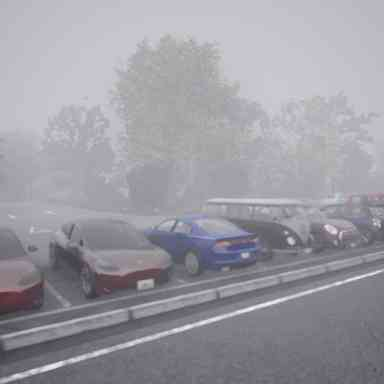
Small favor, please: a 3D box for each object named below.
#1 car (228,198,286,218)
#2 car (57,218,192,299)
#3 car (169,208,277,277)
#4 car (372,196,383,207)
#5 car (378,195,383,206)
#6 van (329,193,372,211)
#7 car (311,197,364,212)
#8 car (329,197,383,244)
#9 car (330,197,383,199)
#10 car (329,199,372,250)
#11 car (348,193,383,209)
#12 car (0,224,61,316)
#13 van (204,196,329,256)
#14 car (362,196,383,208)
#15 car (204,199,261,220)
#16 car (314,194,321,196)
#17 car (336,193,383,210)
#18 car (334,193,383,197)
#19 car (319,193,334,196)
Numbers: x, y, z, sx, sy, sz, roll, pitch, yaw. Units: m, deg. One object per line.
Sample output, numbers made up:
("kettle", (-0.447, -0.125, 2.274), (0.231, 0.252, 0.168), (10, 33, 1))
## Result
("car", (5.787, 1.411, 30.478), (1.946, 1.575, 5.366), (0, 0, -36))
("car", (-2.341, 1.494, 8.786), (2.163, 1.488, 4.792), (0, 0, -36))
("car", (-0.075, 1.457, 10.435), (2.097, 1.535, 5.008), (0, 0, -36))
("car", (28.287, 1.351, 46.747), (2.163, 1.488, 4.792), (0, 0, -36))
("car", (30.418, 1.294, 48.532), (1.946, 1.575, 5.366), (-1, 0, -36))
("van", (19.161, 1.145, 40.405), (1.878, 1.987, 4.442), (0, 0, -36))
("car", (16.864, 1.375, 38.849), (1.946, 1.575, 5.366), (0, 0, -36))
("car", (6.783, 1.309, 15.303), (2.185, 1.767, 4.553), (0, 0, -36))
("car", (9.064, 1.302, 16.933), (2.185, 1.767, 4.553), (0, 0, -36))
("car", (4.465, 1.316, 13.724), (2.185, 1.767, 4.553), (0, 0, -36))
("car", (23.763, 1.099, 43.515), (2.435, 2.045, 5.566), (0, 0, -36))
("car", (-4.622, 1.501, 7.157), (2.163, 1.488, 4.792), (0, 0, -36))
("van", (2.270, 1.224, 11.974), (1.878, 1.987, 4.442), (0, 0, -36))
("car", (25.989, 1.366, 45.176), (2.163, 1.488, 4.792), (0, 0, -36))
("car", (3.417, 1.423, 29.019), (2.231, 1.521, 4.892), (0, 0, -36))
("car", (10.177, 1.274, 33.881), (2.185, 1.767, 4.553), (0, 0, -36))
("car", (21.471, 1.112, 41.948), (2.435, 2.045, 5.566), (0, 0, -36))
("car", (11.342, 1.169, 18.565), (2.435, 2.045, 5.566), (0, 0, -36))
("car", (14.696, 1.134, 37.107), (2.435, 2.045, 5.566), (0, 0, -36))
